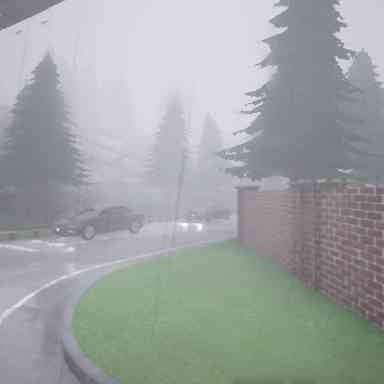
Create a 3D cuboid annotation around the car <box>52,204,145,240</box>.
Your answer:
[{"bbox_3d":[-4.406,1.384,16.322,1.837,1.490,4.892,0,0,34],"label":"car"}]

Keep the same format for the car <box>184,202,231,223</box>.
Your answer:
[{"bbox_3d":[1.191,1.444,24.494,1.994,1.385,4.181,0,0,35],"label":"car"}]
